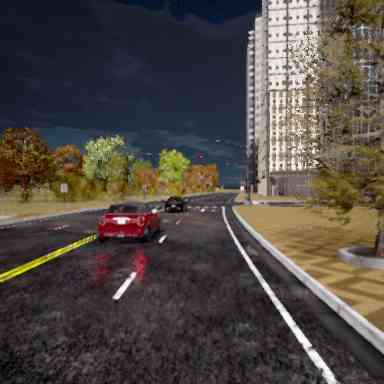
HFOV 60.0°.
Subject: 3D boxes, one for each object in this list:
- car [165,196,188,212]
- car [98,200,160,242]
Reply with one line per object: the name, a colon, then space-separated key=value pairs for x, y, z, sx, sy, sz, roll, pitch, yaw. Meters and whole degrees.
car: x=-1.544 y=1.163 z=33.813 sx=1.882 sy=1.535 sz=5.008 roll=0 pitch=0 yaw=5
car: x=-2.772 y=1.207 z=15.593 sx=2.097 sy=1.767 sz=4.553 roll=0 pitch=1 yaw=2
